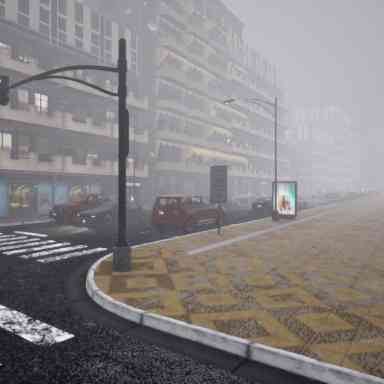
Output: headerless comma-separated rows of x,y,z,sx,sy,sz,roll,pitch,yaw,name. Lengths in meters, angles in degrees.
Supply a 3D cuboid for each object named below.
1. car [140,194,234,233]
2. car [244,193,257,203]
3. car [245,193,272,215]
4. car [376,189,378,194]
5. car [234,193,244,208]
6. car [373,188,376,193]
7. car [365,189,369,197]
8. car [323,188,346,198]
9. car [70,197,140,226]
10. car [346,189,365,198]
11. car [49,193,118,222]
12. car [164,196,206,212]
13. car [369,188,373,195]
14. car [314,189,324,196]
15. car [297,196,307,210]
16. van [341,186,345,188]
-0.076,1.026,17.671,2.192,1.841,5.009,1,2,35,car
5.741,0.828,40.607,2.008,1.369,4.403,2,2,35,car
6.284,1.069,26.767,1.947,1.339,4.313,1,2,35,car
44.449,-0.221,81.304,2.008,1.369,4.403,1,2,35,car
2.447,1.008,31.390,2.033,1.411,5.357,0,1,36,car
38.089,-0.012,72.215,1.887,1.381,4.507,1,2,35,car
31.728,0.098,63.122,1.967,1.590,4.097,1,2,35,car
24.697,0.379,57.622,1.994,1.385,4.181,0,1,35,car
-4.638,1.240,21.256,2.033,1.411,5.357,0,1,36,car
28.548,0.308,58.581,1.887,1.381,4.507,1,2,35,car
-6.976,1.009,22.425,2.192,1.841,5.009,1,2,35,car
-0.618,1.069,31.520,1.802,1.307,4.206,2,2,35,car
34.908,0.095,67.670,1.887,1.381,4.507,1,2,35,car
28.000,-0.025,72.410,1.967,1.590,4.097,2,2,35,car
9.464,0.964,31.312,1.947,1.339,4.313,1,2,35,car
37.540,-0.446,86.039,1.690,1.788,3.998,2,2,35,van
